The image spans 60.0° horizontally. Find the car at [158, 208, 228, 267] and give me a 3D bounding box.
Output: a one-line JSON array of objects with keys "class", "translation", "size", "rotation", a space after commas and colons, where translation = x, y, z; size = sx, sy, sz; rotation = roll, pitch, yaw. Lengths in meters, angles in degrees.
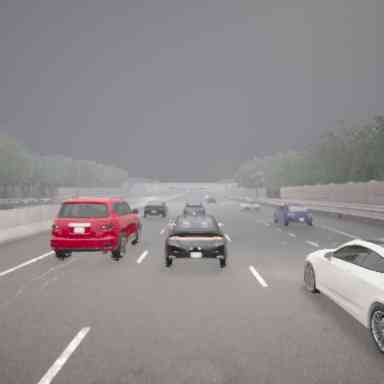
[{"class": "car", "translation": [0.122, 1.507, 11.480], "size": [2.128, 1.511, 4.902], "rotation": [0, 0, 0]}]

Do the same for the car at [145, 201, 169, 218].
[{"class": "car", "translation": [-3.281, 1.542, 31.155], "size": [1.882, 1.535, 5.008], "rotation": [0, 0, 0]}]

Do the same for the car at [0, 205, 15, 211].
[{"class": "car", "translation": [-14.024, 1.606, 23.551], "size": [1.994, 1.385, 4.181], "rotation": [0, 0, 0]}]

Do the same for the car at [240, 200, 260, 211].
[{"class": "car", "translation": [7.297, 1.705, 42.438], "size": [1.895, 1.301, 4.718], "rotation": [0, 0, 1]}]

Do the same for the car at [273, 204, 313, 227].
[{"class": "car", "translation": [6.997, 1.568, 23.280], "size": [1.812, 1.442, 4.674], "rotation": [0, 0, 2]}]

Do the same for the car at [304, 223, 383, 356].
[{"class": "car", "translation": [3.508, 1.533, 5.847], "size": [1.812, 1.442, 4.674], "rotation": [0, 0, 0]}]

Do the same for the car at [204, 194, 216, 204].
[{"class": "car", "translation": [4.039, 1.689, 70.025], "size": [1.837, 1.490, 4.892], "rotation": [0, 0, 1]}]

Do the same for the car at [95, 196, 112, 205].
[{"class": "car", "translation": [-17.047, 1.647, 64.474], "size": [1.882, 1.535, 5.008], "rotation": [0, 0, 1]}]

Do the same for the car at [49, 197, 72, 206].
[{"class": "car", "translation": [-24.096, 1.661, 61.224], "size": [2.128, 1.511, 4.902], "rotation": [0, 0, 1]}]

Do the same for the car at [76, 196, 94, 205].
[{"class": "car", "translation": [-20.551, 1.648, 64.112], "size": [1.882, 1.535, 5.008], "rotation": [0, 0, 1]}]

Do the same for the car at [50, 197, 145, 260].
[{"class": "car", "translation": [-3.375, 1.239, 12.668], "size": [2.150, 2.045, 5.566], "rotation": [0, 0, 0]}]

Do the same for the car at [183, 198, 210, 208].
[{"class": "car", "translation": [0.208, 1.552, 29.580], "size": [2.128, 1.511, 4.902], "rotation": [0, 0, 0]}]

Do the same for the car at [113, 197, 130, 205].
[{"class": "car", "translation": [-13.551, 1.715, 64.156], "size": [2.033, 1.411, 5.357], "rotation": [0, 0, 1]}]
